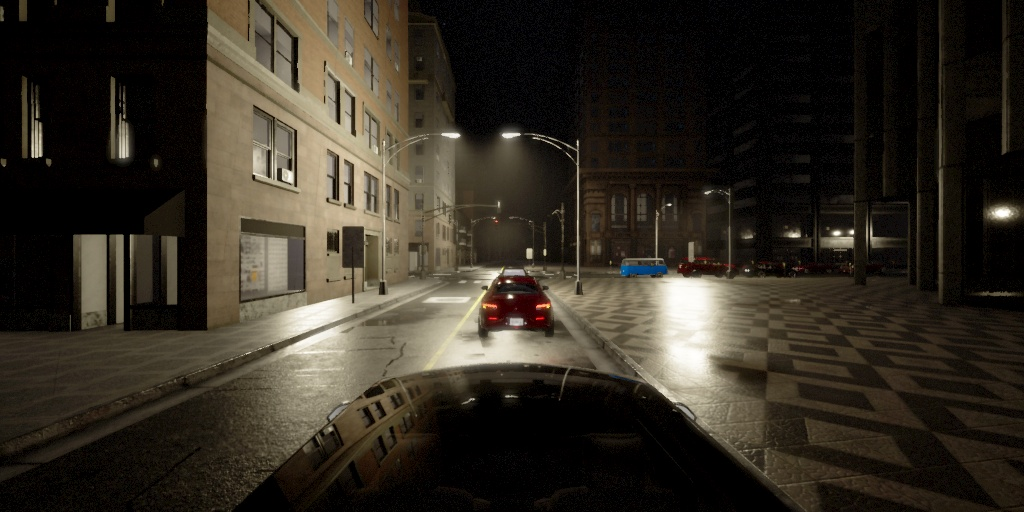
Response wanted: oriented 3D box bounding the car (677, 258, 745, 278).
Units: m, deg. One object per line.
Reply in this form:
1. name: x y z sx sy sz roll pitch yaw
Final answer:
1. car: 17.390 1.078 31.998 5.009 1.841 2.192 0 0 -1

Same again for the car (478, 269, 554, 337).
1. car: 0.097 1.271 10.105 1.812 1.442 4.674 0 0 0

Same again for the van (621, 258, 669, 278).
1. van: 11.749 1.105 31.916 3.998 1.789 1.690 0 0 -1

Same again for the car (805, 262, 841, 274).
1. car: 34.209 1.331 40.769 4.207 1.307 1.802 0 0 -1

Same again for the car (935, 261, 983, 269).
1. car: 39.947 1.190 32.326 4.097 1.591 1.967 0 0 -1

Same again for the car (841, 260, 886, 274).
1. car: 39.848 1.185 40.851 4.097 1.591 1.967 0 0 -1

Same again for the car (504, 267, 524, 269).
1. car: 0.114 1.303 19.977 1.994 1.385 4.181 0 0 0

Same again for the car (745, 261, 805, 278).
1. car: 23.030 1.326 32.080 4.313 1.339 1.948 0 0 -1
